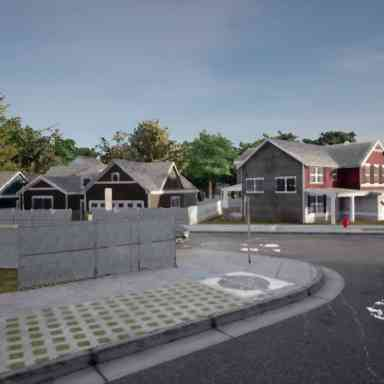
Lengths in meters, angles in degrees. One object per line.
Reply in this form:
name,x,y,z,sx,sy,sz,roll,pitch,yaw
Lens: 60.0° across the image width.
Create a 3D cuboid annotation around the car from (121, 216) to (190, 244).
car,-2.542,2.043,17.462,4.892,1.490,1.837,-2,0,18
